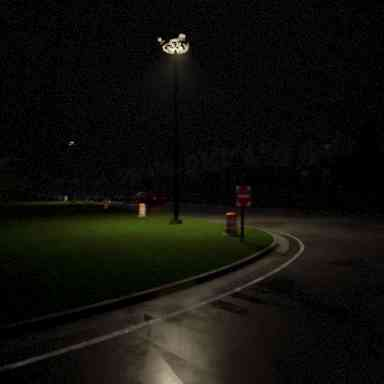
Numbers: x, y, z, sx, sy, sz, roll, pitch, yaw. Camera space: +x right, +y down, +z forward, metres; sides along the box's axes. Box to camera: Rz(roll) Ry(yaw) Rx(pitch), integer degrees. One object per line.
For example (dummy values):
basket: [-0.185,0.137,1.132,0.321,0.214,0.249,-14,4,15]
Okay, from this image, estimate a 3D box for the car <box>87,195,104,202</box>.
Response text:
car: [-20.139,1.420,70.670,2.033,1.411,5.357,0,0,-27]

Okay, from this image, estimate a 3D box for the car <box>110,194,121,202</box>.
car: [-15.820,1.412,69.943,1.994,1.385,4.181,0,0,-27]

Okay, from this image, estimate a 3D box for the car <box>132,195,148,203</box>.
car: [-10.600,1.317,67.480,1.882,1.535,5.008,0,0,-27]

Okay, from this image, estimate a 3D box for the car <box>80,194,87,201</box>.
car: [-24.901,1.400,79.854,1.812,1.442,4.674,0,0,-27]

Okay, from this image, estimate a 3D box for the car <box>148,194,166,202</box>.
car: [-7.310,1.296,68.735,1.882,1.535,5.008,0,0,-27]

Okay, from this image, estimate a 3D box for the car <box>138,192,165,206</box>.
car: [-5.987,1.090,51.217,2.150,2.045,5.566,0,0,-27]

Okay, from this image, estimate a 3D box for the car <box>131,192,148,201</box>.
car: [-12.472,1.039,78.690,2.150,2.045,5.566,0,0,-27]

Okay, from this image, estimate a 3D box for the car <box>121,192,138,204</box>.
car: [-10.957,1.341,60.719,1.882,1.535,5.008,0,0,-27]

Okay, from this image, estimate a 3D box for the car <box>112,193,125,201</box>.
car: [-18.181,1.188,82.100,2.097,1.767,4.553,0,0,-27]
